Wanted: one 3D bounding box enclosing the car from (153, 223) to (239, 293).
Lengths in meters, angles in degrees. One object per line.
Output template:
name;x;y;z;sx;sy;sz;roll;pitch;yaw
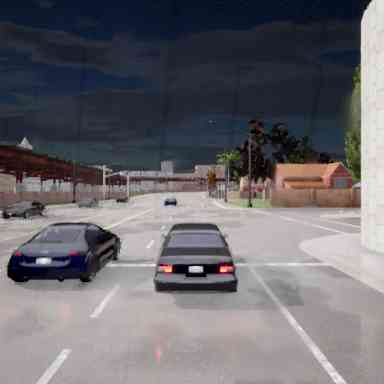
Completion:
car;0.074;1.547;8.962;2.033;1.411;5.357;0;0;0

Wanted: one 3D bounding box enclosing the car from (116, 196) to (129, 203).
car;-14.135;1.544;67.976;2.033;1.411;5.357;0;0;0

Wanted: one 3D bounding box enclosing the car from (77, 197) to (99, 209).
car;-14.187;1.504;45.754;1.837;1.490;4.892;0;0;0

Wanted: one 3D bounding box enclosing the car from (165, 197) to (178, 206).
car;-3.510;1.562;55.864;1.994;1.385;4.181;0;0;0

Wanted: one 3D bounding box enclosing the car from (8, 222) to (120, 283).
car;-3.428;1.563;9.694;1.994;1.385;4.181;0;0;0

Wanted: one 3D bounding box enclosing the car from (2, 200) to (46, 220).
car;-14.156;1.504;28.334;1.837;1.490;4.892;0;0;0
